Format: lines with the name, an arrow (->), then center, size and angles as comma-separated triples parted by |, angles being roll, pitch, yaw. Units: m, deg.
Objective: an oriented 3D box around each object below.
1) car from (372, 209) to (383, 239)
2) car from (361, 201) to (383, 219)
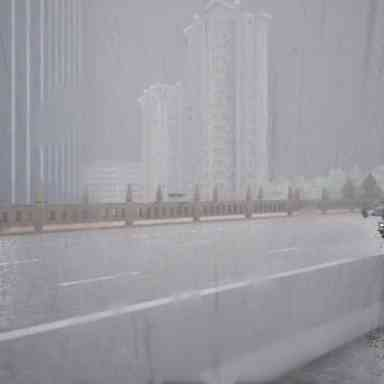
car -> 10.979, 1.609, 16.115 | 4.718, 1.301, 1.895 | 0, 0, -35
car -> 16.501, 1.518, 28.643 | 4.902, 1.511, 2.128 | 0, 0, -35
